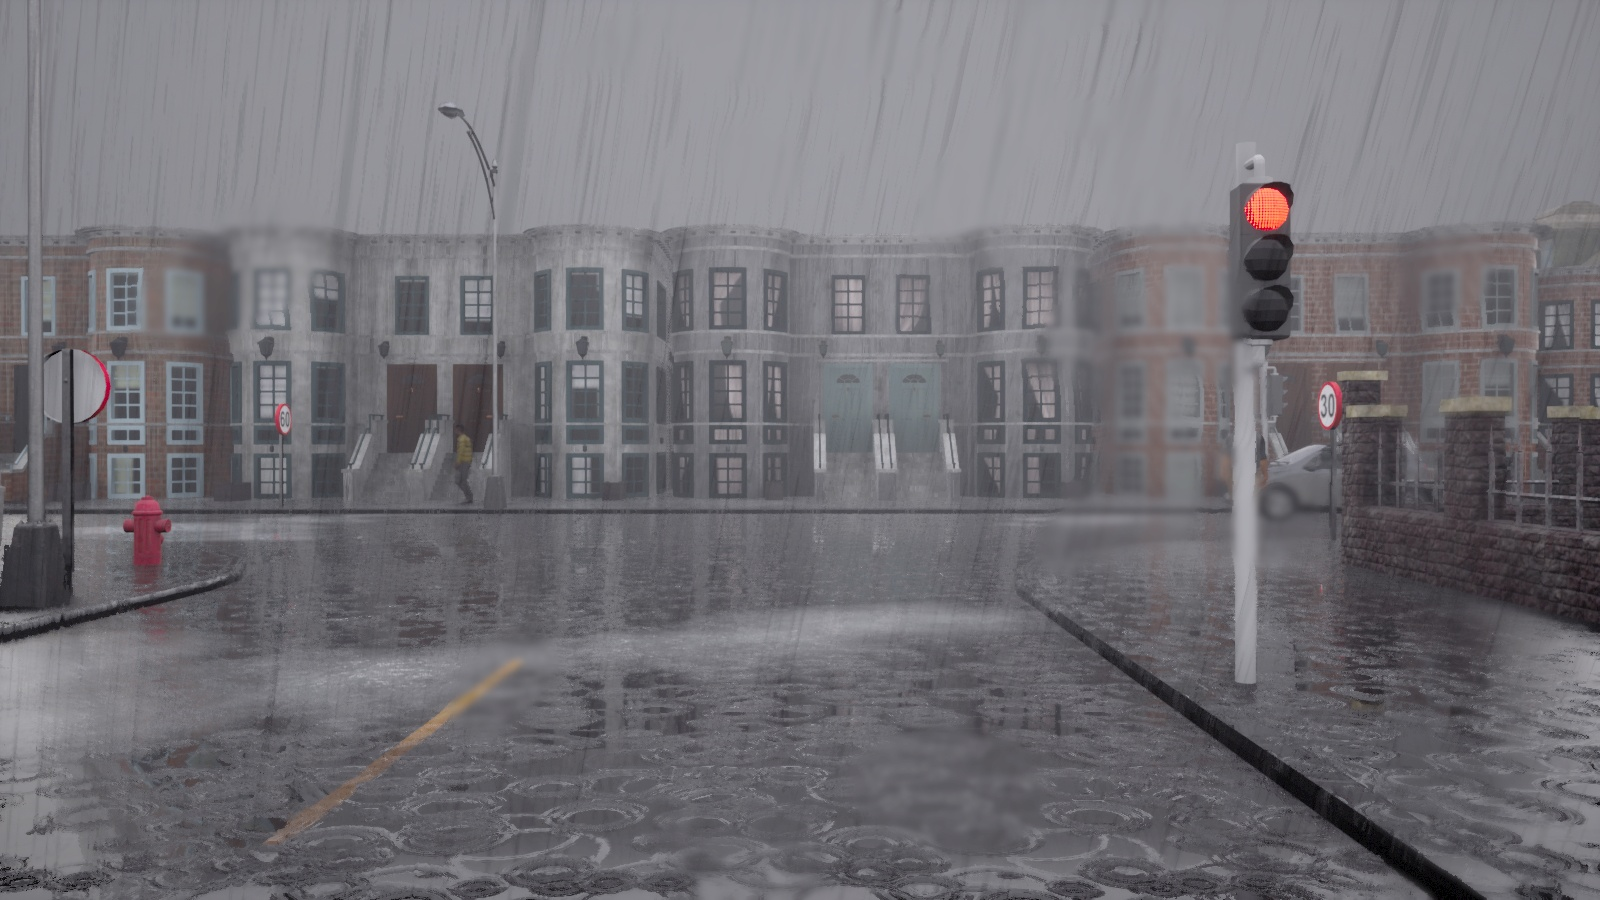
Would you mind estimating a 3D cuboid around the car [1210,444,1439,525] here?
[{"bbox_3d":[10.044,0.631,24.252,3.633,1.501,1.845,0,0,0],"label":"car"}]

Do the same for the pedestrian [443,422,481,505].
[{"bbox_3d":[-7.573,0.290,28.132,0.709,1.840,0.431,0,0,4],"label":"pedestrian"}]

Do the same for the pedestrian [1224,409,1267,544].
[{"bbox_3d":[6.252,0.356,17.614,0.540,1.848,0.694,0,0,22],"label":"pedestrian"}]
